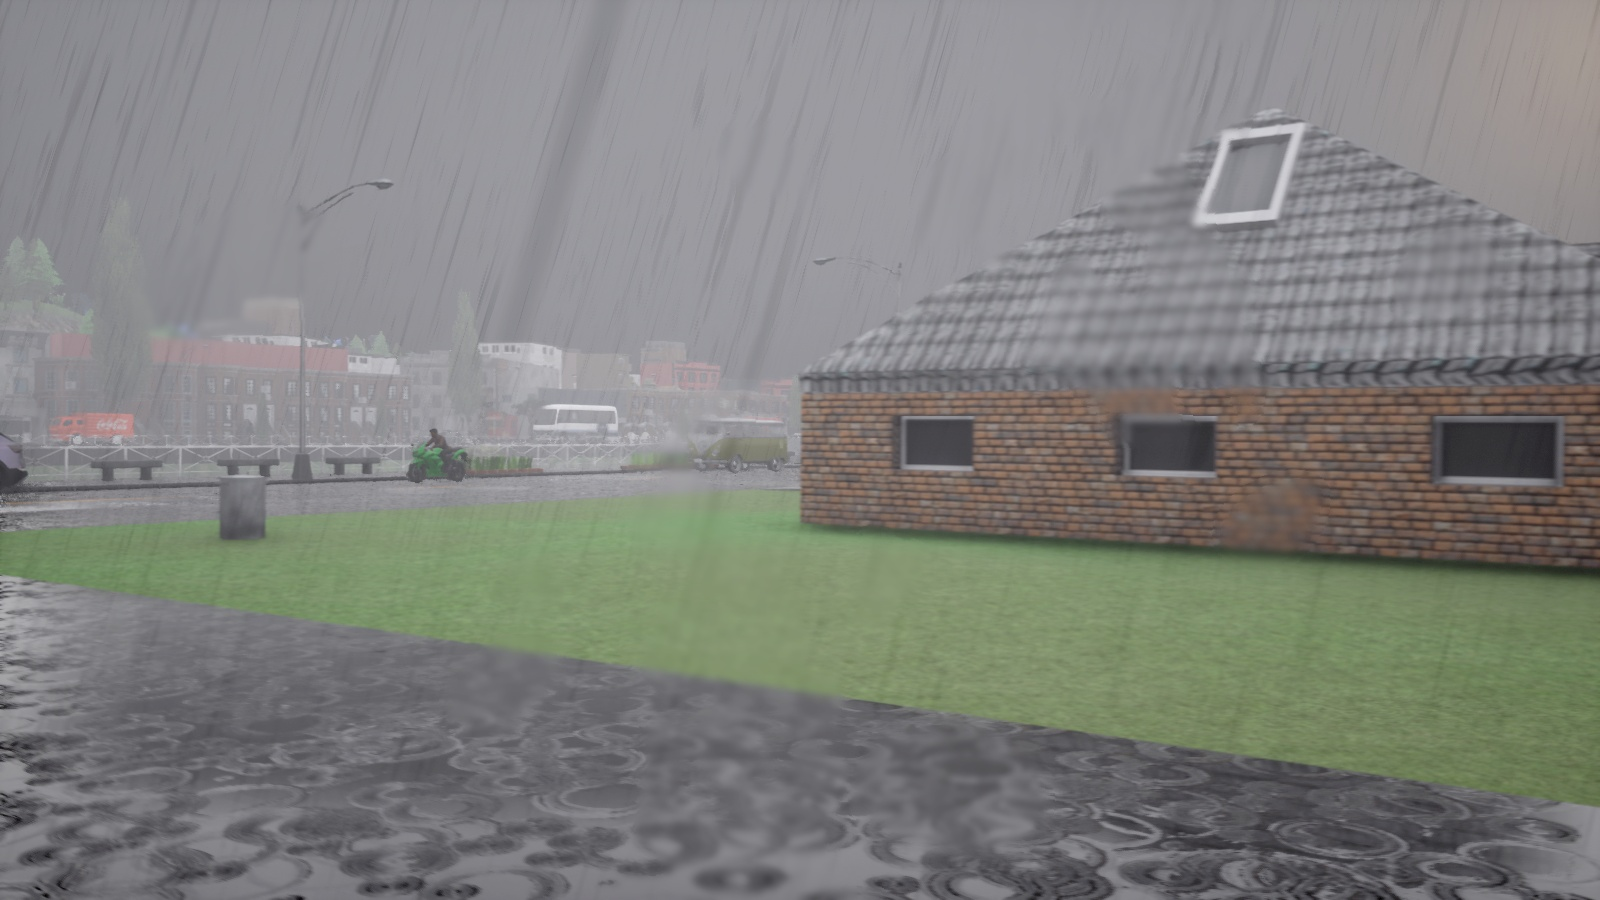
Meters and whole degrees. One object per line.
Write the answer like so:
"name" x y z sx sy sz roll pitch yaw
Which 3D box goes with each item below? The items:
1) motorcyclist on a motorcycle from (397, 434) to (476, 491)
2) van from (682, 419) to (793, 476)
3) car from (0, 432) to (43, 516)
"motorcyclist on a motorcycle" -10.053 0.330 34.785 0.797 1.523 2.044 0 1 34
"van" -2.257 -0.130 46.520 1.775 1.987 4.442 0 1 34
"car" -17.397 0.495 23.730 2.033 1.649 4.856 0 1 34
